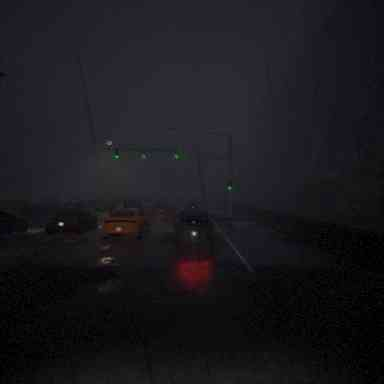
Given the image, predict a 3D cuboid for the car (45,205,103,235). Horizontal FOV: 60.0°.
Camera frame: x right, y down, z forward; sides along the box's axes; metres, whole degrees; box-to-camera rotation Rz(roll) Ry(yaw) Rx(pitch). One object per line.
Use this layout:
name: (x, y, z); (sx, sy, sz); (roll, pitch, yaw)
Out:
car: (-6.904, 1.685, 19.543); (1.994, 1.385, 4.181); (0, 0, 0)

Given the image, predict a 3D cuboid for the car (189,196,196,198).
car: (0.279, 1.587, 75.826); (1.994, 1.385, 4.181); (0, 1, 0)

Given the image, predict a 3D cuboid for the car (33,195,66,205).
car: (-20.929, 1.433, 48.591); (2.150, 2.045, 5.566); (0, 0, 0)

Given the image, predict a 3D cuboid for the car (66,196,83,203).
car: (-20.851, 1.530, 58.783); (2.097, 1.767, 4.553); (0, 0, 0)

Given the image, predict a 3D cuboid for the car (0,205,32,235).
car: (-10.416, 1.634, 17.334); (1.812, 1.442, 4.674); (0, 0, 0)

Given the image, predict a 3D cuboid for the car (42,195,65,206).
car: (-24.353, 1.531, 58.647); (2.097, 1.767, 4.553); (0, 0, 0)

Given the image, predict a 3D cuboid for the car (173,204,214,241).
car: (0.097, 1.612, 17.177); (1.837, 1.490, 4.892); (0, 0, 0)

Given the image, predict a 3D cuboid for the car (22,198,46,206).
car: (-27.851, 1.778, 58.864); (1.895, 1.301, 4.718); (0, 0, 0)

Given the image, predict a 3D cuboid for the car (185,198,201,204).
car: (0.119, 1.766, 39.754); (1.994, 1.385, 4.181); (0, 0, 0)

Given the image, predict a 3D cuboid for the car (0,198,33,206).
car: (-21.001, 1.550, 38.707); (2.097, 1.767, 4.553); (0, 0, 0)

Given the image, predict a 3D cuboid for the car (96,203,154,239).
car: (-3.404, 1.589, 17.914); (1.882, 1.535, 5.008); (0, 0, 0)

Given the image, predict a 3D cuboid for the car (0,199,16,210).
car: (-27.928, 1.776, 48.773); (1.994, 1.385, 4.181); (0, 0, 0)

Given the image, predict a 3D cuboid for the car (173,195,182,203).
car: (-3.234, 1.409, 74.153); (2.097, 1.767, 4.553); (0, 1, 0)

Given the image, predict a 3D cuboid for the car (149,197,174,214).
car: (-3.390, 1.703, 38.272); (1.837, 1.490, 4.892); (0, 0, 0)

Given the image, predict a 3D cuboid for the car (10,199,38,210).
car: (-24.429, 1.776, 48.582); (1.994, 1.385, 4.181); (0, 0, 0)

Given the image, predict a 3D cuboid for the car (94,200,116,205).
car: (-10.381, 1.679, 40.139); (1.882, 1.535, 5.008); (0, 0, 0)

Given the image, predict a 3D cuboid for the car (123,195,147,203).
car: (-6.888, 1.550, 38.504); (2.097, 1.767, 4.553); (0, 0, 0)

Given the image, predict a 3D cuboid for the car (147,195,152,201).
car: (-10.221, 1.511, 75.910); (1.882, 1.535, 5.008); (0, 1, 0)
